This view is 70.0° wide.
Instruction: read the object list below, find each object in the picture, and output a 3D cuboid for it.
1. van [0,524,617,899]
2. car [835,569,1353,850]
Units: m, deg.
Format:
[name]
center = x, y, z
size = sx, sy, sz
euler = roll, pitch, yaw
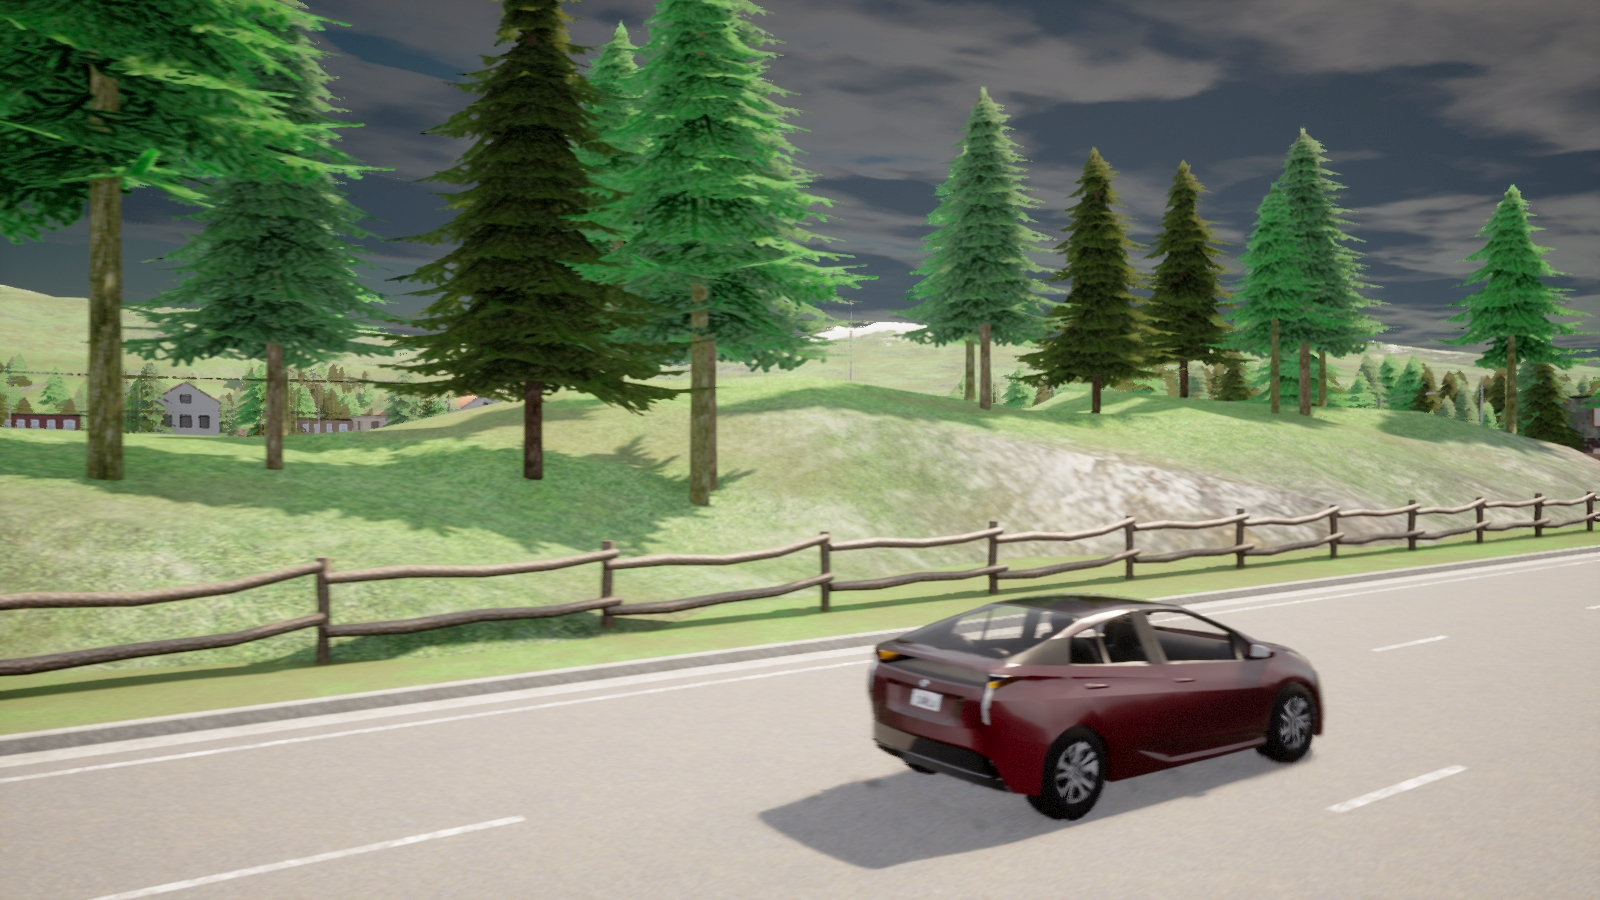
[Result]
[van]
center = -3.357, 1.534, 1.400
size = 5.915, 2.561, 1.988
euler = 0, 0, -35
[car]
center = 2.719, 2.044, 10.136
size = 4.514, 1.525, 2.007
euler = 0, 0, -35
